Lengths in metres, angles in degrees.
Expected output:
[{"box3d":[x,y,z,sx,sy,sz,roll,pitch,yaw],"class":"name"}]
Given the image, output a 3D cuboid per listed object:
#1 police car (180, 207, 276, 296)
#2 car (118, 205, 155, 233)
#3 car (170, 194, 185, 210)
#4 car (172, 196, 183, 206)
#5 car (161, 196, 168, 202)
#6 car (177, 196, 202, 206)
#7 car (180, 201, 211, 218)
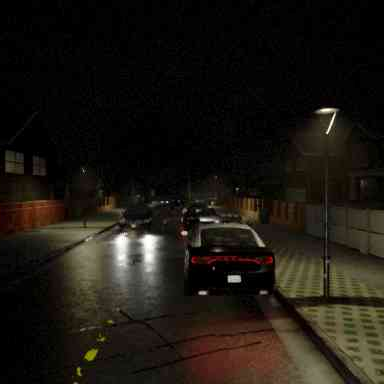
[{"box3d":[0.745,1.427,8.816,1.930,1.638,5.238,0,0,-1],"class":"police car"},{"box3d":[-3.220,1.546,20.097,1.812,1.442,4.674,0,0,-3],"class":"car"},{"box3d":[-1.832,1.311,45.785,2.150,2.045,5.566,0,0,-3],"class":"car"},{"box3d":[-2.669,1.602,60.082,1.882,1.535,5.008,0,0,-3],"class":"car"},{"box3d":[-6.963,1.723,85.150,2.033,1.411,5.357,0,0,-3],"class":"car"},{"box3d":[0.177,1.379,24.744,2.097,1.767,4.553,0,0,-3],"class":"car"},{"box3d":[0.454,1.493,18.750,1.882,1.535,5.008,0,0,-2],"class":"car"}]
